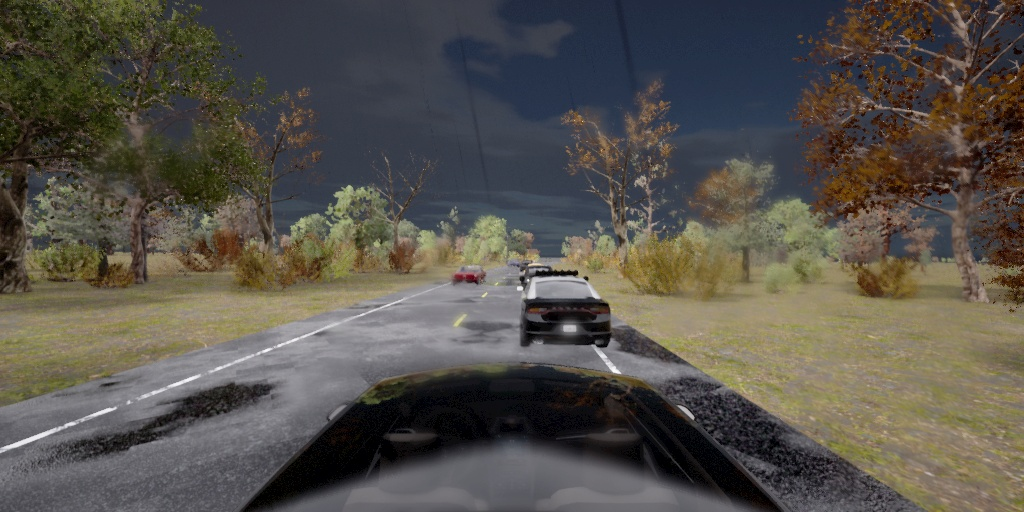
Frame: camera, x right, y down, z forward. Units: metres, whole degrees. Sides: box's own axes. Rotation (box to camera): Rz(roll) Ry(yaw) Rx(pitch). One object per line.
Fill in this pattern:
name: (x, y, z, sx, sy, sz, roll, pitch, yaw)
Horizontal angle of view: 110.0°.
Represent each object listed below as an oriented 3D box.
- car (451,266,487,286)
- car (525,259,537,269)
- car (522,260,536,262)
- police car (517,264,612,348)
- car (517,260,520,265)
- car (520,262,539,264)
car: (-2.957, 1.362, 25.223, 1.895, 1.301, 4.718, 0, 0, 3)
car: (3.236, 1.360, 60.755, 1.882, 1.535, 5.008, 0, 0, 6)
car: (1.686, 1.216, 25.404, 1.801, 1.575, 5.366, 0, 0, 3)
police car: (1.152, 1.177, 9.404, 1.930, 1.638, 5.238, 0, 0, 1)
car: (2.110, 1.328, 47.897, 1.837, 1.490, 4.892, 0, 0, 6)
car: (1.431, 1.261, 19.246, 1.837, 1.490, 4.892, 0, 0, 2)
